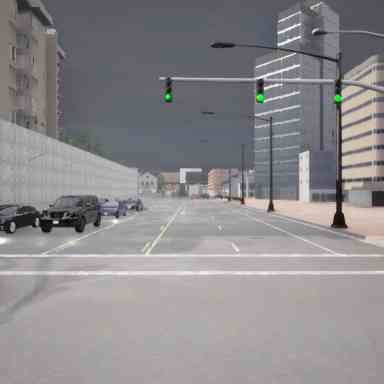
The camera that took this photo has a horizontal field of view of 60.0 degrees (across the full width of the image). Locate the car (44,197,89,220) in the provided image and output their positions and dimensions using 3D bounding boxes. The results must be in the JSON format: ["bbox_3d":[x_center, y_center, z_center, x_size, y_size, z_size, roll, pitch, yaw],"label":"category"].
[{"bbox_3d":[-10.606,1.352,28.539,2.097,1.767,4.553,0,0,0],"label":"car"}]

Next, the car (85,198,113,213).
[{"bbox_3d":[-10.602,1.505,38.357,1.837,1.490,4.892,0,0,0],"label":"car"}]

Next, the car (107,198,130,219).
[{"bbox_3d":[-7.105,1.526,29.743,1.812,1.442,4.674,0,0,0],"label":"car"}]

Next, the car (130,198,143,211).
[{"bbox_3d":[-7.099,1.491,40.086,2.128,1.511,4.902,0,0,0],"label":"car"}]

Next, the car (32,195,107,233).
[{"bbox_3d":[-7.100,1.221,20.103,2.150,2.045,5.566,0,0,0],"label":"car"}]

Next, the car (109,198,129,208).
[{"bbox_3d":[-10.566,1.601,48.417,1.895,1.301,4.718,0,0,0],"label":"car"}]

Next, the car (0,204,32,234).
[{"bbox_3d":[-10.604,1.505,19.472,1.837,1.490,4.892,0,0,0],"label":"car"}]
